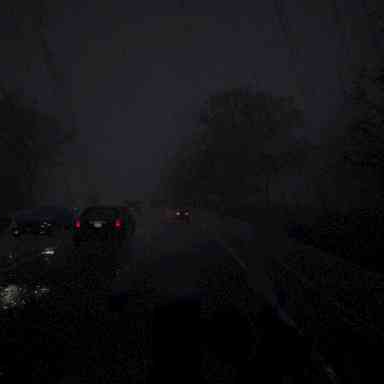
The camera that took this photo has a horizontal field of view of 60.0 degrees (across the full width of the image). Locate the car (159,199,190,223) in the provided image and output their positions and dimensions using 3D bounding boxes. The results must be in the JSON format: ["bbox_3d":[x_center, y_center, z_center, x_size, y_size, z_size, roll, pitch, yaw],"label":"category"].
[{"bbox_3d":[-1.281,1.553,25.487,2.033,1.411,5.357,0,0,-7],"label":"car"}]

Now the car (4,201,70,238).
[{"bbox_3d":[-7.789,1.481,17.848,1.882,1.535,5.008,0,0,-5],"label":"car"}]

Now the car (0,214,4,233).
[{"bbox_3d":[-11.211,1.604,17.056,1.895,1.301,4.718,0,0,-4],"label":"car"}]

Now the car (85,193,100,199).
[{"bbox_3d":[-17.785,1.216,59.144,2.150,2.045,5.566,0,0,-23],"label":"car"}]

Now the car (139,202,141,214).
[{"bbox_3d":[-6.385,1.497,35.114,2.128,1.511,4.902,0,0,-11],"label":"car"}]

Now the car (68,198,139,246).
[{"bbox_3d":[-3.909,1.355,15.495,2.097,1.767,4.553,0,0,-3],"label":"car"}]

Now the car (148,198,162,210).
[{"bbox_3d":[-4.541,1.501,42.600,2.128,1.511,4.902,0,0,-14],"label":"car"}]

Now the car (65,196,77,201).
[{"bbox_3d":[-20.748,1.480,57.082,2.128,1.511,4.902,0,0,-23],"label":"car"}]
